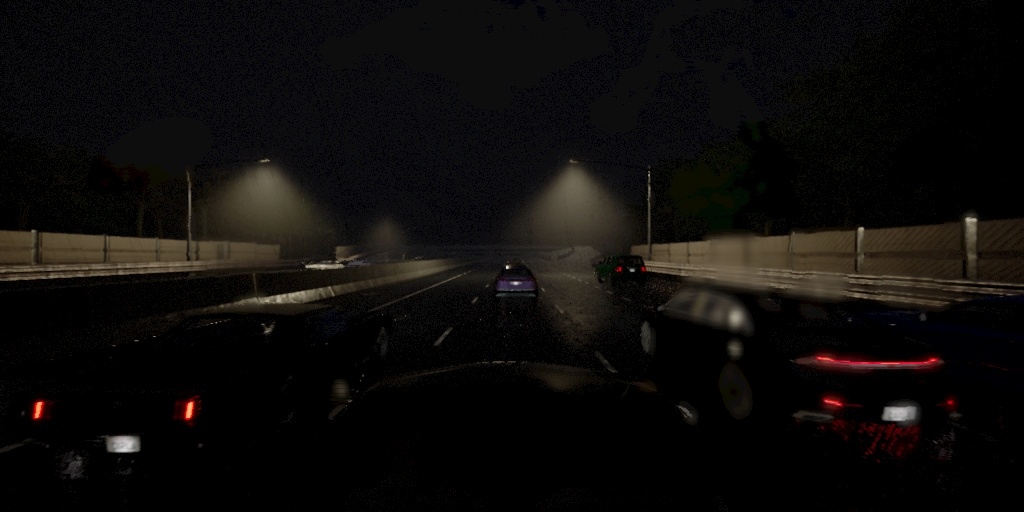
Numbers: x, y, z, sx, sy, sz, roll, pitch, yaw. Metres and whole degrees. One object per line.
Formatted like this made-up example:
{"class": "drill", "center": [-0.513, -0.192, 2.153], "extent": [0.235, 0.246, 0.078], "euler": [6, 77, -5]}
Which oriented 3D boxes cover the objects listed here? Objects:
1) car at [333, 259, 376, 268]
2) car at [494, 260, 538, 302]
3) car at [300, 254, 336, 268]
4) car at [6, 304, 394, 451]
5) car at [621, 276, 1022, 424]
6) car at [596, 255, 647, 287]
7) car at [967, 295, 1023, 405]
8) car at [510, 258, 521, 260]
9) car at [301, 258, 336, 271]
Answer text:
{"class": "car", "center": [-13.897, 1.219, 32.336], "extent": [1.994, 1.385, 4.181], "euler": [0, 0, 1]}
{"class": "car", "center": [0.172, 1.190, 17.149], "extent": [2.033, 1.649, 4.856], "euler": [0, 0, 0]}
{"class": "car", "center": [-24.176, 0.766, 45.196], "extent": [2.150, 2.045, 5.566], "euler": [0, 0, 1]}
{"class": "car", "center": [-3.389, 1.368, 5.366], "extent": [1.895, 1.301, 4.718], "euler": [0, 0, 0]}
{"class": "car", "center": [3.614, 1.260, 5.757], "extent": [2.128, 1.511, 4.902], "euler": [0, 0, 0]}
{"class": "car", "center": [7.221, 0.936, 24.130], "extent": [2.150, 2.045, 5.566], "euler": [0, 0, 0]}
{"class": "car", "center": [7.109, 1.243, 4.742], "extent": [1.882, 1.535, 5.008], "euler": [0, 0, 0]}
{"class": "car", "center": [0.429, 1.054, 45.481], "extent": [1.837, 1.490, 4.892], "euler": [0, -1, 1]}
{"class": "car", "center": [-20.785, 1.200, 39.832], "extent": [1.895, 1.301, 4.718], "euler": [0, 0, 1]}
